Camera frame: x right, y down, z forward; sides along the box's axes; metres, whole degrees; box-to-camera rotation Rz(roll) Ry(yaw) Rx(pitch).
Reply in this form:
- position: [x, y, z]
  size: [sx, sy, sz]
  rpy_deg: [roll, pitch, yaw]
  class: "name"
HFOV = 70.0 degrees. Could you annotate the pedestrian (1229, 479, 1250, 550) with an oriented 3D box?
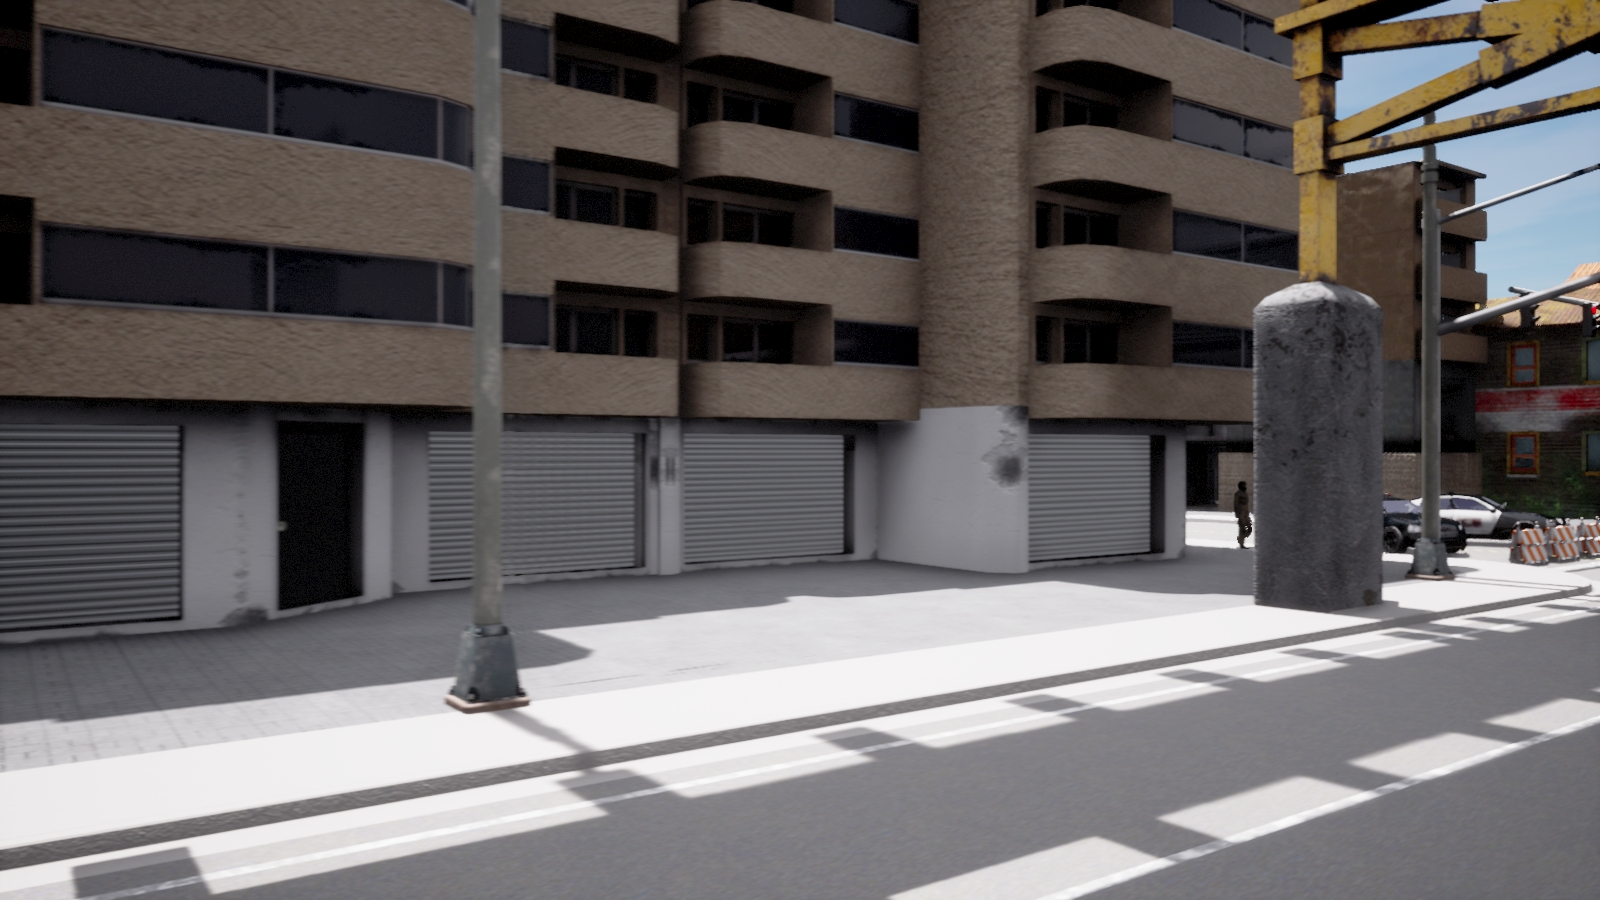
- position: [11.705, 1.702, 30.447]
  size: [0.375, 1.860, 0.375]
  rpy_deg: [0, 0, -31]
  class: "pedestrian"
